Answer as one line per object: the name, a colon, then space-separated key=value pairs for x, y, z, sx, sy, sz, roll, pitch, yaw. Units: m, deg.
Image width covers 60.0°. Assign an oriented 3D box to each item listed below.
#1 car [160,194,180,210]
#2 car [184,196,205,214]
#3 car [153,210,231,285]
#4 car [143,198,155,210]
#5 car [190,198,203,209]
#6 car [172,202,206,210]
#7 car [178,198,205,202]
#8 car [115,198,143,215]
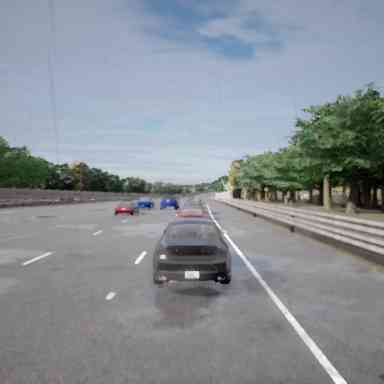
car: x=-2.894 y=1.313 z=44.439 sx=2.150 sy=2.045 sz=5.566 roll=0 pitch=0 yaw=2
car: x=0.327 y=1.375 z=35.662 sx=2.097 sy=1.767 sz=4.553 roll=0 pitch=0 yaw=2
car: x=-0.001 y=1.496 z=9.437 sx=1.837 sy=1.490 sz=4.892 roll=0 pitch=0 yaw=0
car: x=-6.341 y=1.593 z=45.897 sx=1.882 sy=1.535 sz=5.008 roll=0 pitch=0 yaw=2
car: x=0.686 y=1.610 z=46.534 sx=1.812 sy=1.442 sz=4.674 roll=0 pitch=0 yaw=2
car: x=0.001 y=1.529 z=19.415 sx=1.812 sy=1.442 sz=4.674 roll=0 pitch=0 yaw=0
car: x=0.067 y=1.510 z=27.919 sx=1.837 sy=1.490 sz=4.892 roll=0 pitch=0 yaw=1
car: x=-6.697 y=1.628 z=34.702 sx=1.994 sy=1.385 sz=4.181 roll=0 pitch=0 yaw=1
